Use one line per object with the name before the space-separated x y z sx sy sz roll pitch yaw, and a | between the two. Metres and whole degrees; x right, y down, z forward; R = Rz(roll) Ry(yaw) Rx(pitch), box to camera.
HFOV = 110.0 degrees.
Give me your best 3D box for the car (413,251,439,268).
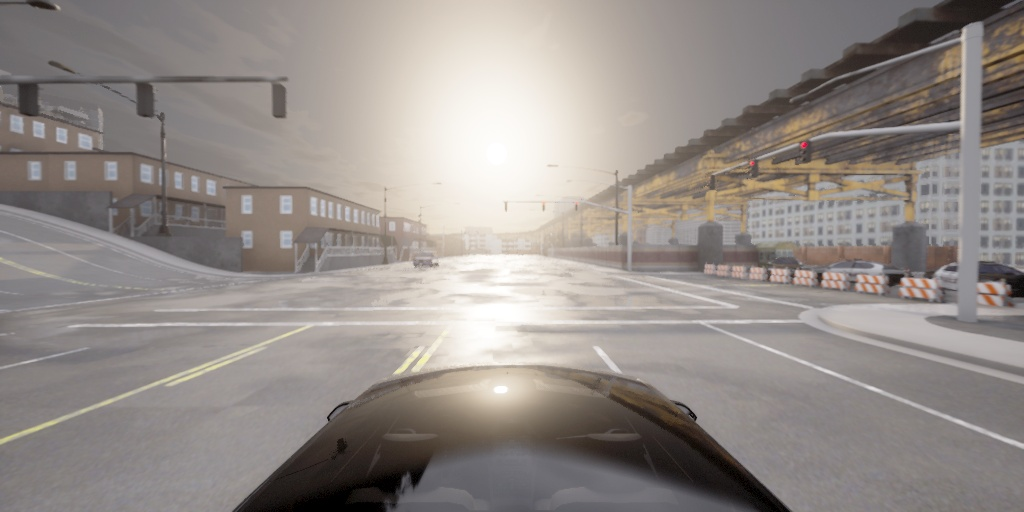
car | -10.491 0.437 44.011 2.150 2.045 5.566 0 2 0
